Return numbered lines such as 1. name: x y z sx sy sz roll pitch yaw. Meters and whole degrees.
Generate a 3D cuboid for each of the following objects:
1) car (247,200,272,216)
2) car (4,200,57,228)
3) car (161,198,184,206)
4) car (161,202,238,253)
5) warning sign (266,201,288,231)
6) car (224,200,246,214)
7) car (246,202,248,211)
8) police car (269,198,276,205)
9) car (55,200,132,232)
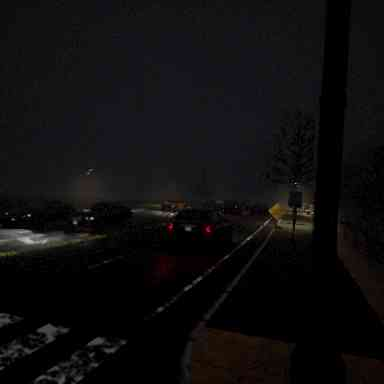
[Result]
1. car: 8.588 2.152 42.023 1.882 1.535 5.008 3 0 16
2. car: -8.551 1.184 19.438 1.812 1.442 4.674 3 0 18
3. car: -2.163 1.528 40.328 1.882 1.535 5.008 3 0 17
4. car: 0.504 1.535 15.241 2.097 1.767 4.553 3 0 18
5. warning sign: 5.874 1.613 22.881 1.300 1.860 1.060 5 2 17
6. car: 4.987 1.817 41.251 2.097 1.767 4.553 3 0 16
7. car: 7.696 2.128 51.033 2.128 1.511 4.902 3 0 16
8. police car: 22.207 2.982 91.636 1.930 1.638 5.238 3 0 13
9. car: -5.204 1.344 19.255 2.128 1.511 4.902 3 0 17
